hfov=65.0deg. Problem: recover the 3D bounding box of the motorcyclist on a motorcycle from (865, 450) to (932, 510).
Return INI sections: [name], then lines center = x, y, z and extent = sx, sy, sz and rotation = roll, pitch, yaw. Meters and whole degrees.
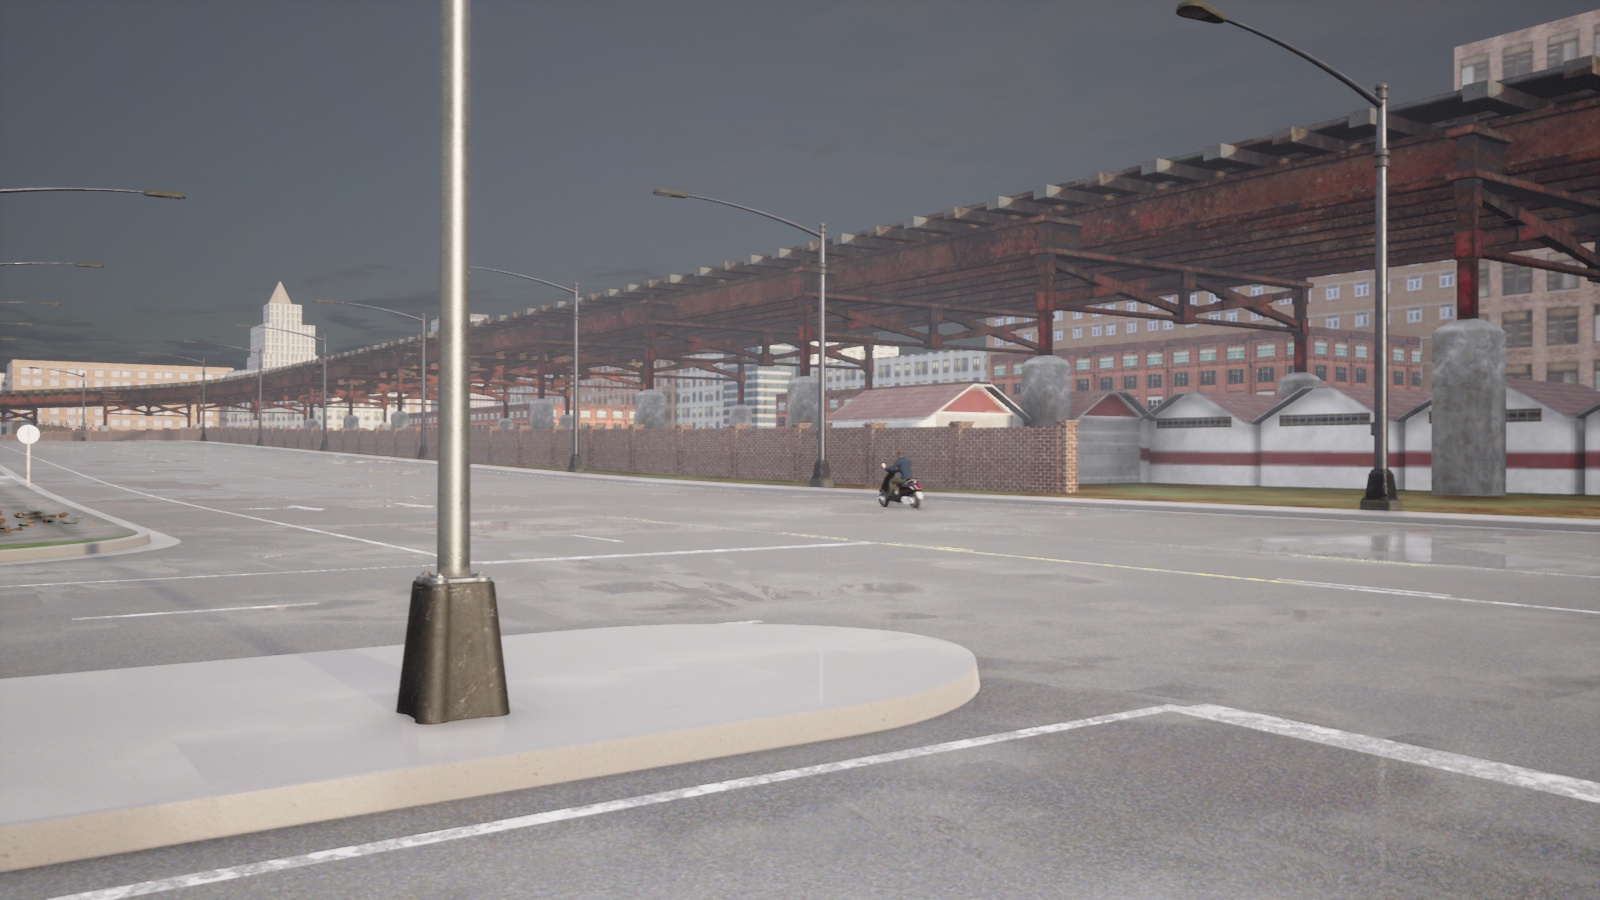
[motorcyclist on a motorcycle]
center = 2.675, 0.796, 34.283
extent = 0.866, 1.590, 1.817
rotation = 0, 0, -35
